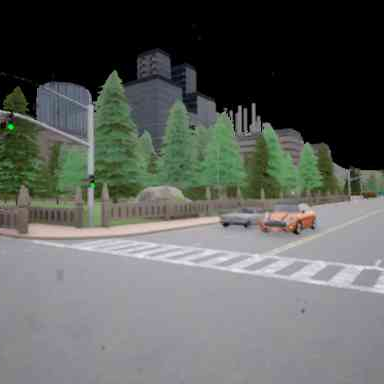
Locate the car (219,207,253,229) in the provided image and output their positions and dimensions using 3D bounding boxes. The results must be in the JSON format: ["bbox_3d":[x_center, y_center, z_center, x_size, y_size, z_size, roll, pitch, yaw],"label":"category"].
[{"bbox_3d":[3.741,1.697,22.860,1.895,1.301,4.718,-1,0,35],"label":"car"}]

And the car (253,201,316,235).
[{"bbox_3d":[5.700,1.416,19.571,2.097,1.767,4.553,-1,0,35],"label":"car"}]
